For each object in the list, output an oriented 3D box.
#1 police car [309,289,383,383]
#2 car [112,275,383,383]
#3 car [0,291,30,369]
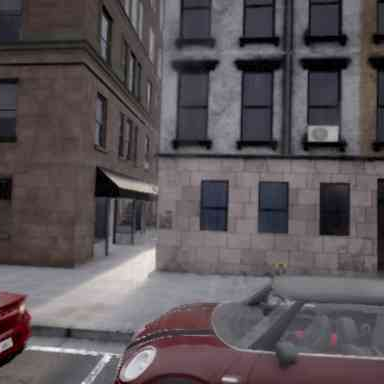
[{"bbox_3d":[3.458,1.623,1.404,5.238,1.638,1.930,2,-3,4],"label":"police car"},{"bbox_3d":[1.224,1.671,3.591,4.097,1.590,1.967,2,-3,6],"label":"car"},{"bbox_3d":[-4.424,1.624,4.216,4.507,1.381,1.887,2,-3,6],"label":"car"}]
